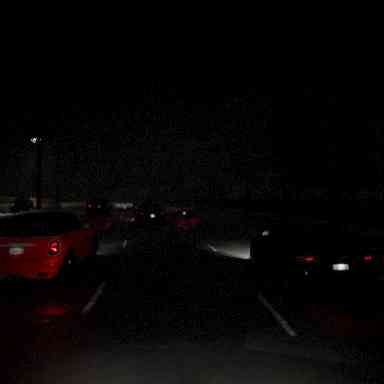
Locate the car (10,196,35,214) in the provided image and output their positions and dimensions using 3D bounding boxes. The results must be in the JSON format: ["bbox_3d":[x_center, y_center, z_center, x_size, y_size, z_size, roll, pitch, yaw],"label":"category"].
[{"bbox_3d":[-18.337,1.317,36.107,2.097,1.767,4.553,0,0,-23],"label":"car"}]

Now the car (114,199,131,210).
[{"bbox_3d":[-8.783,1.531,41.015,1.895,1.301,4.718,0,0,-23],"label":"car"}]

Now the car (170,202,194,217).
[{"bbox_3d":[-1.312,1.535,30.852,1.895,1.301,4.718,0,0,-17],"label":"car"}]

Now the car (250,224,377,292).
[{"bbox_3d":[2.952,1.536,8.955,1.994,1.385,4.181,0,0,-5],"label":"car"}]

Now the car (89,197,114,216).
[{"bbox_3d":[-8.948,1.304,31.590,2.097,1.767,4.553,0,0,-18],"label":"car"}]

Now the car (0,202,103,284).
[{"bbox_3d":[-4.118,1.341,9.574,2.097,1.767,4.553,0,0,-5],"label":"car"}]

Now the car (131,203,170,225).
[{"bbox_3d":[-3.029,1.518,23.659,1.994,1.385,4.181,0,0,-13],"label":"car"}]
